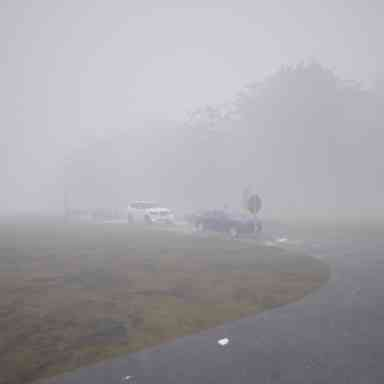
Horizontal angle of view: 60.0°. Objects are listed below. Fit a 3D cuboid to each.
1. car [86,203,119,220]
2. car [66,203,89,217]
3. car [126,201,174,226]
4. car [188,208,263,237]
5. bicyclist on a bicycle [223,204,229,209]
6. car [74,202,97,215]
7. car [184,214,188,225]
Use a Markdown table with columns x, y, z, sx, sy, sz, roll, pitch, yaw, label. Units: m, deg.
| x | y | z | sx | sy | sz | roll | pitch | yaw | label |
| --- | --- | --- | --- | --- | --- | --- | --- | --- | --- |
| -9.815 | 2.310 | 37.271 | 1.837 | 1.490 | 4.892 | -1 | -1 | -36 | car |
| -16.160 | 2.556 | 46.255 | 1.882 | 1.535 | 5.008 | -1 | 0 | -37 | car |
| -3.788 | 1.774 | 28.813 | 2.150 | 2.045 | 5.566 | -1 | -1 | -35 | car |
| 2.141 | 1.796 | 20.482 | 1.882 | 1.535 | 5.008 | -1 | -1 | -35 | car |
| 3.017 | 1.873 | 29.566 | 1.656 | 1.620 | 0.582 | 0 | -1 | -36 | bicyclist on a bicycle |
| -16.600 | 2.516 | 51.829 | 2.097 | 1.767 | 4.553 | -1 | -1 | -36 | car |
| 1.099 | 1.977 | 26.997 | 1.994 | 1.385 | 4.181 | -1 | -1 | -35 | car |
